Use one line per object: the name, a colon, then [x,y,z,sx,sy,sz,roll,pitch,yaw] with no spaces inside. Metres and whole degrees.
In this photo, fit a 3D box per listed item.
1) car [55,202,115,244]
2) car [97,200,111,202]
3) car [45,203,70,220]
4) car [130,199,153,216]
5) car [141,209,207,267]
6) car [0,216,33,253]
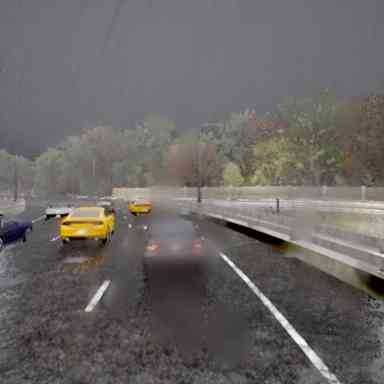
car: [-4.833,1.463,15.946,1.882,1.535,5.008,0,0,-8]
car: [-8.245,1.495,31.131,1.812,1.442,4.674,0,0,-16]
car: [-11.009,1.579,28.059,1.895,1.301,4.718,0,0,-15]
car: [-4.970,1.440,32.396,1.882,1.535,5.008,0,0,-16]
car: [-0.680,1.533,11.340,2.033,1.411,5.357,0,0,-6]
car: [-7.956,1.595,13.147,1.895,1.301,4.718,0,0,-7]
